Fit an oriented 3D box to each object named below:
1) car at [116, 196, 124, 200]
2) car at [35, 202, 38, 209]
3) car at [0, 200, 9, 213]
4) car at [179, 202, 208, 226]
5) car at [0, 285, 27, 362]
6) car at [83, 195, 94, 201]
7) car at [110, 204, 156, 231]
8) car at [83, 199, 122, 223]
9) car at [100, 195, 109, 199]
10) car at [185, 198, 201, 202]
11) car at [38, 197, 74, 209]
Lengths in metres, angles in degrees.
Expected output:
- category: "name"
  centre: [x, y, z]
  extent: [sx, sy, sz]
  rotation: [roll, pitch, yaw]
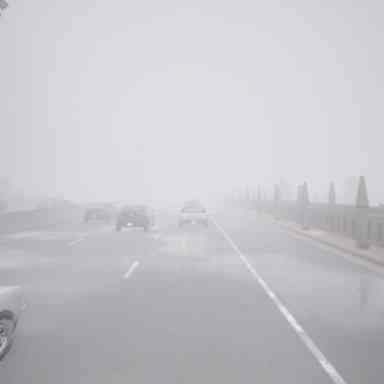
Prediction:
- category: "car"
  centre: [-16.556, 1.733, 76.748]
  extent: [1.812, 1.442, 4.674]
  rotation: [0, 0, -13]
- category: "car"
  centre: [-17.595, 1.402, 41.337]
  extent: [2.097, 1.767, 4.553]
  rotation: [0, 0, 0]
- category: "car"
  centre: [-21.101, 1.512, 34.627]
  extent: [1.882, 1.535, 5.008]
  rotation: [0, 0, 0]
- category: "car"
  centre: [0.093, 1.616, 23.157]
  extent: [1.895, 1.301, 4.718]
  rotation: [0, 0, 0]
- category: "car"
  centre: [-3.401, 1.601, 2.851]
  extent: [1.895, 1.301, 4.718]
  rotation: [0, 0, 0]
- category: "car"
  centre: [-23.586, 1.553, 75.999]
  extent: [2.097, 1.767, 4.553]
  rotation: [0, 0, -13]
- category: "car"
  centre: [-3.407, 1.516, 20.571]
  extent: [1.837, 1.490, 4.892]
  rotation: [0, 0, 0]
- category: "car"
  centre: [-6.908, 1.544, 25.692]
  extent: [1.812, 1.442, 4.674]
  rotation: [0, 0, 0]
- category: "car"
  centre: [-21.345, 1.593, 81.048]
  extent: [2.097, 1.767, 4.553]
  rotation: [0, 0, -15]
- category: "car"
  centre: [0.087, 1.558, 41.333]
  extent: [1.837, 1.490, 4.892]
  rotation: [0, 0, 0]
- category: "car"
  centre: [-14.102, 1.543, 35.489]
  extent: [1.837, 1.490, 4.892]
  rotation: [0, 0, 0]
